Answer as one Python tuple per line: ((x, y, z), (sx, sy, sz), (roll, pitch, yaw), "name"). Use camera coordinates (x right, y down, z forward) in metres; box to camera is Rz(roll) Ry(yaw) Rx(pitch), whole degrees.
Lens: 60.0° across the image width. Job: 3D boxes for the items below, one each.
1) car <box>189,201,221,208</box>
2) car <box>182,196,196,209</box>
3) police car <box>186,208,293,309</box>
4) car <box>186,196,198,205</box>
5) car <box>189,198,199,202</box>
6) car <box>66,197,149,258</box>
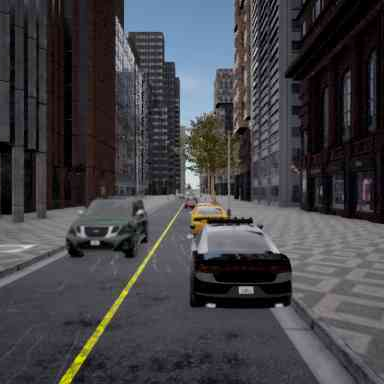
((0.898, 1.478, 17.998), (1.882, 1.535, 5.008), (0, 0, 0), "car")
((0.015, 1.564, 45.944), (1.994, 1.385, 4.181), (0, 0, 1), "car")
((0.899, 1.425, 8.108), (1.930, 1.638, 5.238), (0, 0, 0), "police car")
((-0.006, 1.476, 58.551), (1.882, 1.535, 5.008), (0, 0, 0), "car")
((0.897, 1.455, 24.189), (1.801, 1.575, 5.366), (0, 0, 0), "car")
((-3.001, 1.221, 13.063), (2.150, 2.045, 5.566), (0, 0, 0), "car")
